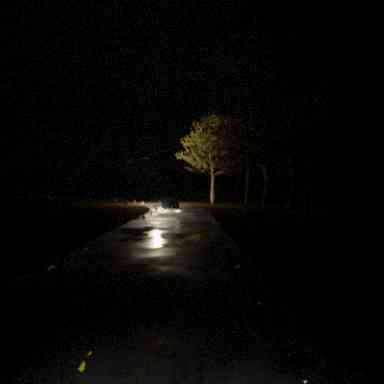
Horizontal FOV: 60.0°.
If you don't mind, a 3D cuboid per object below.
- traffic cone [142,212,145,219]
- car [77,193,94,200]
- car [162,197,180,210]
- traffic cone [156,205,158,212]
[{"bbox_3d":[-3.859,1.883,26.513,0.340,0.580,0.340,0,0,0],"label":"traffic cone"},{"bbox_3d":[-25.058,1.004,78.084,4.892,1.490,1.837,1,1,37],"label":"car"},{"bbox_3d":[-2.693,1.399,41.970,1.812,1.442,4.674,0,0,-9],"label":"car"},{"bbox_3d":[-3.925,1.857,36.393,0.340,0.580,0.340,0,0,-3],"label":"traffic cone"}]
